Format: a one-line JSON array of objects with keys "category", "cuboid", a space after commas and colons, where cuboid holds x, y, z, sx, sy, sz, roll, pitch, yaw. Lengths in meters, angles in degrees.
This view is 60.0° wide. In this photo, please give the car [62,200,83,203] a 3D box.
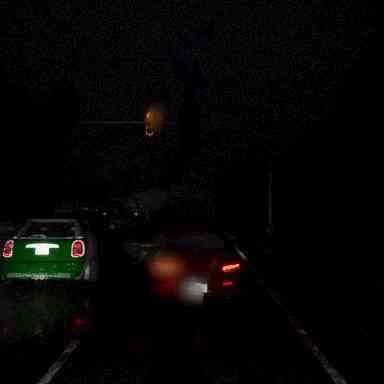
[{"category": "car", "cuboid": [-10.432, 1.492, 28.592, 2.128, 1.511, 4.902, 0, 0, 0]}]

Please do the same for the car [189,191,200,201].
[{"category": "car", "cuboid": [0.578, 0.845, 66.640, 2.097, 1.767, 4.553, 0, 3, 0]}]

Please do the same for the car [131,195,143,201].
[{"category": "car", "cuboid": [-10.111, 1.300, 62.655, 1.895, 1.301, 4.718, 0, 3, 1]}]

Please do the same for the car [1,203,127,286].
[{"category": "car", "cuboid": [-3.361, 1.352, 9.611, 2.097, 1.767, 4.553, 0, 0, 0]}]

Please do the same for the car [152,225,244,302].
[{"category": "car", "cuboid": [0.131, 1.526, 8.145, 1.812, 1.442, 4.674, 0, 0, 0]}]

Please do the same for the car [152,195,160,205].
[{"category": "car", "cuboid": [-6.670, 1.365, 58.301, 2.128, 1.511, 4.902, 0, 2, 1]}]

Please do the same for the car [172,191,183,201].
[{"category": "car", "cuboid": [-2.924, 0.985, 66.399, 1.882, 1.535, 5.008, 0, 3, 1]}]

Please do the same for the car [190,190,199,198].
[{"category": "car", "cuboid": [0.561, 0.473, 76.719, 1.837, 1.490, 4.892, 0, 3, 0]}]

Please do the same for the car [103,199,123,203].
[{"category": "car", "cuboid": [-6.929, 1.506, 28.886, 1.837, 1.490, 4.892, 0, 0, 0]}]

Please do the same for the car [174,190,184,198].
[{"category": "car", "cuboid": [-2.942, 0.510, 76.509, 2.128, 1.511, 4.902, 0, 3, 0]}]

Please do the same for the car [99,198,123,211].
[{"category": "car", "cuboid": [-10.315, 1.564, 42.660, 1.994, 1.385, 4.181, 0, 0, 0]}]

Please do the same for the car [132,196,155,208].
[{"category": "car", "cuboid": [-6.782, 1.601, 46.797, 1.895, 1.301, 4.718, 0, 0, 0]}]
